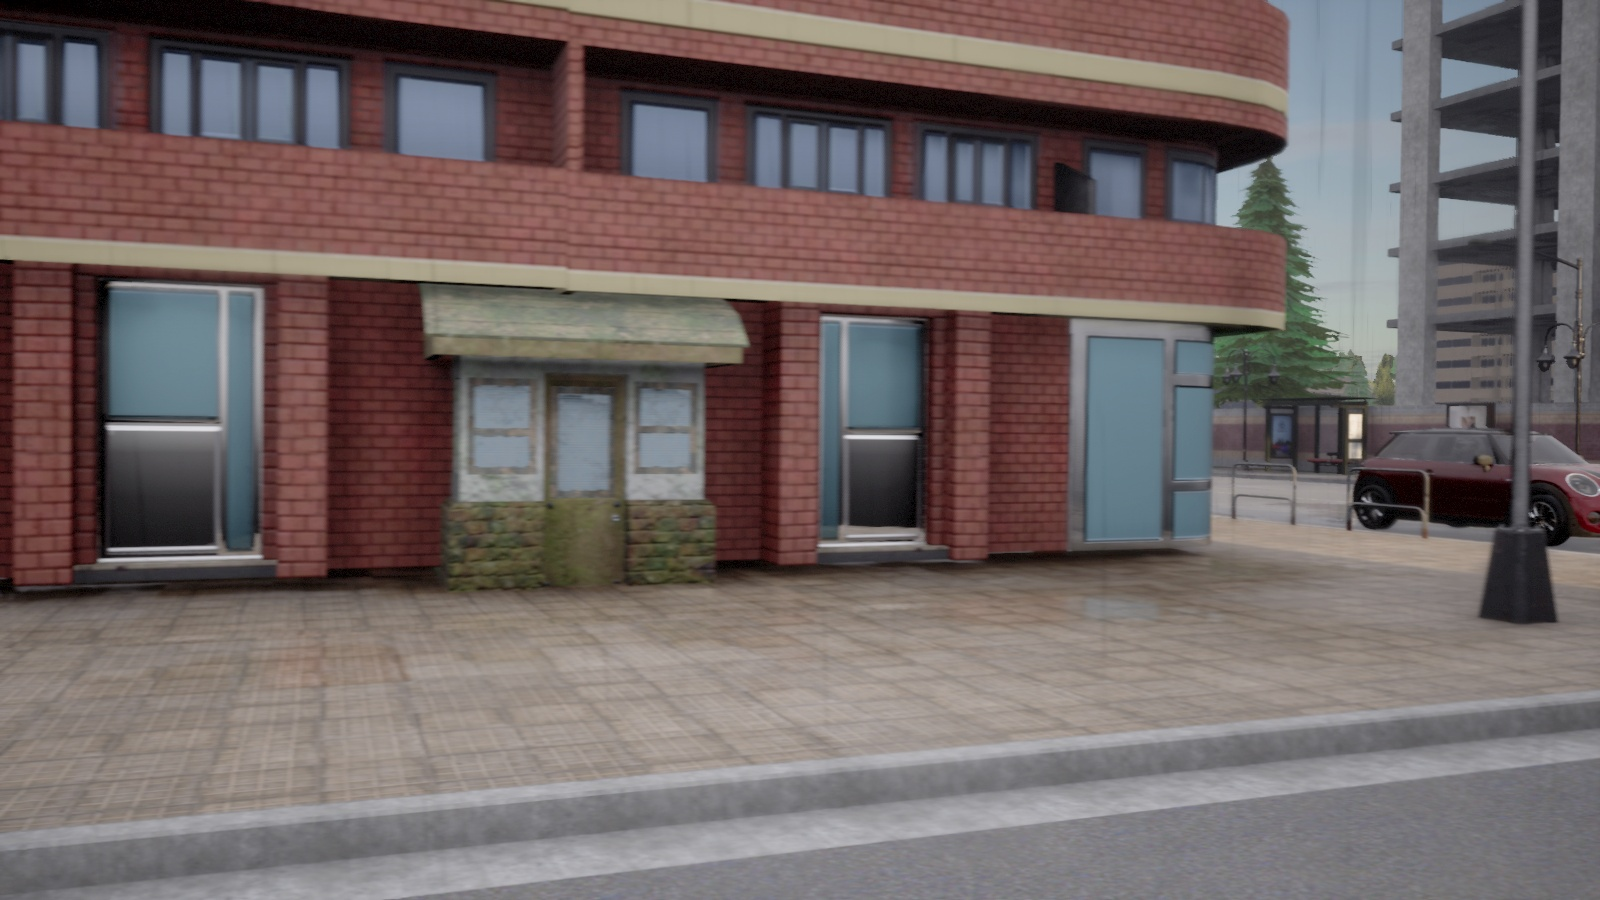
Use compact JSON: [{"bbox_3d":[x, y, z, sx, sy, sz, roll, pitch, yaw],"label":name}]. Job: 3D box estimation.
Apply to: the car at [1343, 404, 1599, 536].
[{"bbox_3d":[10.915,0.224,19.329,2.097,1.767,4.553,-1,1,-21],"label":"car"}]
